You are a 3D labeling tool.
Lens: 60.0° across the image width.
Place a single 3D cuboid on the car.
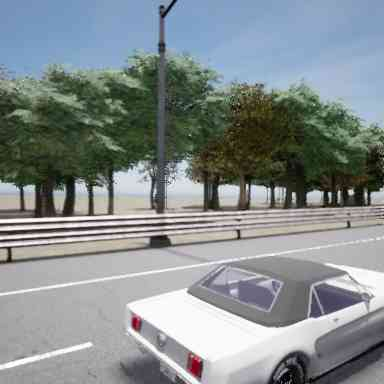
[{"bbox_3d":[1.545,1.640,4.846,4.718,1.301,1.895,1,0,-35],"label":"car"}]
